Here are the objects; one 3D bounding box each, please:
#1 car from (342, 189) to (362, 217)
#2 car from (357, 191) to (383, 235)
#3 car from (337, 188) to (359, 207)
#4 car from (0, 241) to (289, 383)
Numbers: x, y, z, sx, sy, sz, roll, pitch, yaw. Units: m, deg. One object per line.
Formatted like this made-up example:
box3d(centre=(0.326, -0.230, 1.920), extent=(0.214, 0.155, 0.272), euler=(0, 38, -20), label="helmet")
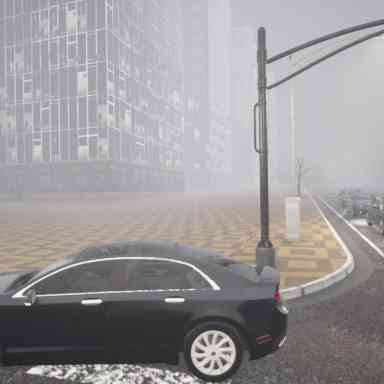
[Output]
box3d(centre=(10.921, 0.759, 20.780), extent=(1.994, 1.385, 4.181), euler=(-1, 2, 17), label="car")
box3d(centre=(8.902, 0.928, 14.476), extent=(2.128, 1.511, 4.902), euler=(-1, 2, 18), label="car")
box3d(centre=(12.886, 0.454, 26.854), extent=(2.128, 1.511, 4.902), euler=(-1, 2, 18), label="car")
box3d(centre=(-1.142, 1.505, 4.792), extent=(4.892, 1.490, 1.837), euler=(0, 0, 0), label="car")
